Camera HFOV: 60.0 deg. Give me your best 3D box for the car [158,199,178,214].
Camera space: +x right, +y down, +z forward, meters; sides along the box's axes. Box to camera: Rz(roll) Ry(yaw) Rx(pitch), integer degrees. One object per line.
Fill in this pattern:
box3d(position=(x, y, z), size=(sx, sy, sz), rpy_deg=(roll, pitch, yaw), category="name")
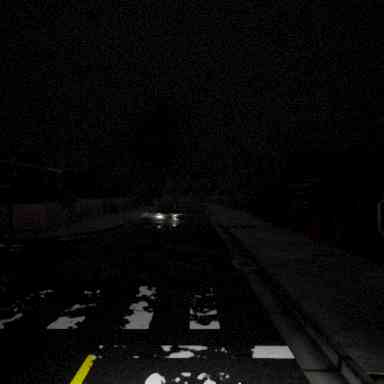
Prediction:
box3d(position=(-2.597, 1.515, 36.524), size=(1.882, 1.535, 5.008), rpy_deg=(0, 0, 0), category="car")
